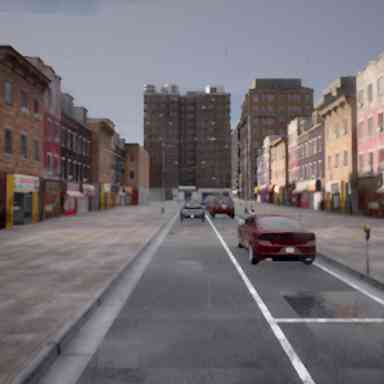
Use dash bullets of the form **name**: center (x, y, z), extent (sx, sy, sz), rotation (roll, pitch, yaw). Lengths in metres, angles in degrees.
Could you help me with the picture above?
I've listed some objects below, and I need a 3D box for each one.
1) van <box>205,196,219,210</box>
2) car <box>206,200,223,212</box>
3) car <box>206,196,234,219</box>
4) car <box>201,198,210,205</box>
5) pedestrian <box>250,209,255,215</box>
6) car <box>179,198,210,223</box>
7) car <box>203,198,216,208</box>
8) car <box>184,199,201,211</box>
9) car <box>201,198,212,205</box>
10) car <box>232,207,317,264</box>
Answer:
- **van**: center (2.705, 1.468, 46.505), extent (1.690, 1.788, 3.998), rotation (1, 0, 0)
- **car**: center (2.695, 1.681, 41.066), extent (1.802, 1.307, 4.206), rotation (1, 0, 0)
- **car**: center (2.690, 1.370, 30.191), extent (2.192, 1.841, 5.009), rotation (1, 0, 0)
- **car**: center (2.722, 1.846, 68.257), extent (1.802, 1.307, 4.206), rotation (1, 0, 0)
- **pedestrian**: center (2.766, 1.256, 14.874), extent (0.500, 1.100, 0.500), rotation (1, -1, 0)
- **car**: center (0.033, 1.520, 26.182), extent (2.128, 1.511, 4.902), rotation (0, 0, 0)
- **car**: center (2.707, 1.702, 51.942), extent (1.887, 1.381, 4.507), rotation (1, 0, 0)
- **car**: center (0.047, 1.638, 44.051), extent (2.033, 1.411, 5.357), rotation (0, 0, 0)
- **car**: center (2.717, 1.809, 62.818), extent (1.802, 1.307, 4.206), rotation (1, 0, 0)
- **car**: center (2.762, 1.487, 11.846), extent (1.882, 1.535, 5.008), rotation (0, 0, 0)
